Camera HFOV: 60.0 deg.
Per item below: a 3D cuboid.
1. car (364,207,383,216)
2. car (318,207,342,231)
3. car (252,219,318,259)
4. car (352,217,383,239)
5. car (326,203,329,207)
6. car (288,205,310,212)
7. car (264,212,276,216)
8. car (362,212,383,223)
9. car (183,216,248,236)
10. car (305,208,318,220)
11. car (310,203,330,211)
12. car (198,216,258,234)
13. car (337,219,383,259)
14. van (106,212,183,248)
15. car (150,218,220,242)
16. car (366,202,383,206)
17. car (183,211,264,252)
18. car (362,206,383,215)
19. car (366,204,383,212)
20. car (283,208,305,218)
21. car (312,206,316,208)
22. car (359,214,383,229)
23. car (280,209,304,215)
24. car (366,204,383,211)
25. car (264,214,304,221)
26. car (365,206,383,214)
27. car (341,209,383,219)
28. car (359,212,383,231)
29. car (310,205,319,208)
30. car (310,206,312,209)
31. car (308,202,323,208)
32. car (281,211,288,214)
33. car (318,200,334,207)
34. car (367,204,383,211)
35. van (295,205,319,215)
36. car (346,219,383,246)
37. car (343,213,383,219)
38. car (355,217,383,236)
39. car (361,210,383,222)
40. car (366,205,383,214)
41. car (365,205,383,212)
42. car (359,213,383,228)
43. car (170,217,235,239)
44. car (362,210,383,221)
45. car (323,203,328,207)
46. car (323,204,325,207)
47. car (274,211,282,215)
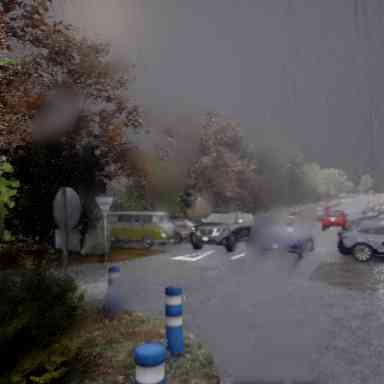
[{"bbox_3d":[33.726,3.513,59.734,5.008,1.535,2.097,-2,-1,29],"label":"car"},{"bbox_3d":[14.859,2.876,34.434,2.150,2.045,5.566,-2,-3,29],"label":"car"},{"bbox_3d":[4.531,2.199,15.619,1.812,1.442,4.674,-2,-4,28],"label":"car"},{"bbox_3d":[15.055,2.728,25.494,4.892,1.521,2.231,-2,-3,29],"label":"car"},{"bbox_3d":[28.877,3.923,78.188,4.892,1.521,2.231,-2,-1,29],"label":"car"},{"bbox_3d":[15.464,3.507,53.630,5.566,2.045,2.435,-2,-2,29],"label":"car"},{"bbox_3d":[6.152,3.283,36.476,5.008,1.535,2.097,-2,-3,29],"label":"car"},{"bbox_3d":[25.720,3.411,45.058,4.674,1.452,2.002,-2,-2,29],"label":"car"},{"bbox_3d":[2.038,2.949,29.339,5.366,1.575,1.946,-2,-3,29],"label":"car"},{"bbox_3d":[18.107,3.564,47.887,1.882,1.535,5.008,-2,-2,29],"label":"car"},{"bbox_3d":[32.904,3.828,85.508,4.553,1.767,2.185,-2,-1,29],"label":"car"},{"bbox_3d":[3.376,3.074,31.790,5.366,1.575,1.946,-2,-3,29],"label":"car"},{"bbox_3d":[9.685,2.205,15.738,4.792,1.488,2.163,-2,-4,29],"label":"car"},{"bbox_3d":[-3.033,2.139,19.421,4.442,1.987,1.878,-1,-3,28],"label":"van"},{"bbox_3d":[-0.534,2.702,24.250,4.674,1.452,2.002,-2,-4,29],"label":"car"},{"bbox_3d":[32.360,3.251,57.310,5.566,2.045,2.435,-2,-1,29],"label":"car"},{"bbox_3d":[1.971,2.065,18.528,2.150,2.045,5.566,-2,-4,29],"label":"car"},{"bbox_3d":[34.890,3.528,62.269,5.366,1.575,1.946,-2,-1,29],"label":"car"},{"bbox_3d":[41.715,3.586,74.398,5.008,1.535,2.097,-2,-1,29],"label":"car"},{"bbox_3d":[14.153,3.715,51.165,5.008,1.535,2.097,-2,-2,29],"label":"car"},{"bbox_3d":[19.501,3.834,60.955,5.008,1.535,2.097,-2,-1,29],"label":"car"},{"bbox_3d":[20.414,3.149,35.262,4.792,1.488,2.163,-2,-2,29],"label":"car"},{"bbox_3d":[12.986,3.657,48.625,5.366,1.575,1.946,-2,-2,29],"label":"car"},{"bbox_3d":[44.537,3.600,79.201,5.366,1.575,1.946,-2,-1,29],"label":"car"},{"bbox_3d":[8.300,3.044,30.103,2.033,1.411,5.357,-2,-3,29],"label":"car"},{"bbox_3d":[37.710,3.553,67.071,4.892,1.521,2.231,-2,-1,29],"label":"car"},{"bbox_3d":[13.688,2.352,23.079,5.566,2.045,2.435,-2,-3,29],"label":"car"},{"bbox_3d":[19.079,2.910,32.821,4.553,1.767,2.185,-2,-3,29],"label":"car"},{"bbox_3d":[20.725,3.850,63.600,5.366,1.575,1.946,-2,-1,29],"label":"car"},{"bbox_3d":[18.134,3.692,58.529,4.553,1.767,2.185,-2,-1,29],"label":"car"},{"bbox_3d":[22.240,3.609,65.947,5.566,2.045,2.435,-2,-1,29],"label":"car"},{"bbox_3d":[8.886,3.467,41.483,4.892,1.521,2.231,-2,-3,29],"label":"car"},{"bbox_3d":[31.567,3.693,83.067,5.566,2.045,2.435,-2,-1,29],"label":"car"},{"bbox_3d":[43.041,3.638,76.846,4.674,1.452,2.002,-2,-1,29],"label":"car"},{"bbox_3d":[23.651,3.645,68.351,4.442,1.987,1.878,-2,-1,29],"label":"van"},{"bbox_3d":[12.380,2.468,20.600,5.008,1.535,2.097,-2,-3,29],"label":"car"},{"bbox_3d":[11.017,2.200,18.189,4.553,1.767,2.185,-2,-4,29],"label":"car"},{"bbox_3d":[16.406,2.870,27.919,4.792,1.488,2.163,-2,-3,29],"label":"car"},{"bbox_3d":[27.062,3.412,47.503,5.008,1.535,2.097,-2,-2,29],"label":"car"},{"bbox_3d":[36.350,3.412,64.502,4.553,1.767,2.185,-2,-1,29],"label":"car"},{"bbox_3d":[40.375,3.575,71.959,5.008,1.535,2.097,-2,-1,29],"label":"car"},{"bbox_3d":[21.697,3.226,37.736,4.792,1.488,2.163,-2,-2,29],"label":"car"},{"bbox_3d":[0.838,2.843,26.815,4.792,1.488,2.163,-2,-4,29],"label":"car"},{"bbox_3d":[28.396,3.446,49.953,5.008,1.535,2.097,-2,-1,29],"label":"car"},{"bbox_3d":[27.545,3.910,75.741,5.008,1.535,2.097,-2,-1,29],"label":"car"},{"bbox_3d":[26.216,3.939,73.294,4.674,1.452,2.002,-2,-1,29],"label":"car"},{"bbox_3d":[7.488,3.377,38.924,5.008,1.535,2.097,-2,-3,29],"label":"car"}]
